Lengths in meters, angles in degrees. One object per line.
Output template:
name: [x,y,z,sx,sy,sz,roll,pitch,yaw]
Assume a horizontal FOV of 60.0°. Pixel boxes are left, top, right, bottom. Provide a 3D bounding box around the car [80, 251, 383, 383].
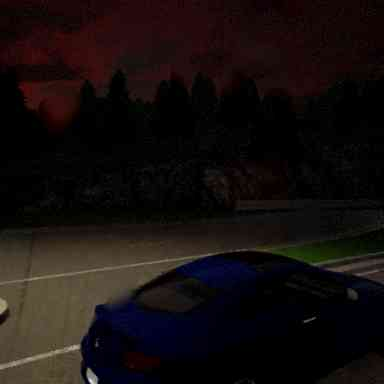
car: [0.969,1.538,4.387,4.674,1.442,1.812,0,0,-35]
